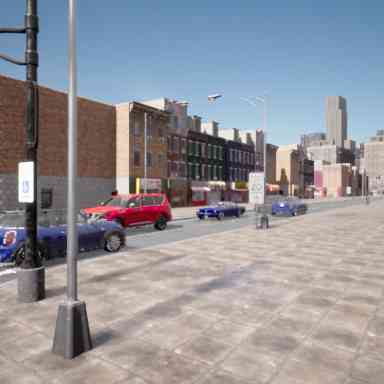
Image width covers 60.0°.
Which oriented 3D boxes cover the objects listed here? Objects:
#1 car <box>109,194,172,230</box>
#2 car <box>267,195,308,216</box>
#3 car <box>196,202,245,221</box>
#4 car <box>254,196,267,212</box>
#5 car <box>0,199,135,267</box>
[{"bbox_3d":[-3.394,1.118,17.779,2.150,2.045,5.566,0,0,35],"label":"car"},{"bbox_3d":[8.878,1.158,29.932,2.097,1.767,4.553,0,0,35],"label":"car"},{"bbox_3d":[2.284,1.436,25.766,1.895,1.301,4.718,0,0,35],"label":"car"},{"bbox_3d":[8.087,1.140,33.885,2.097,1.767,4.553,0,0,36],"label":"car"},{"bbox_3d":[-4.417,1.298,11.266,2.097,1.767,4.553,0,1,35],"label":"car"}]
